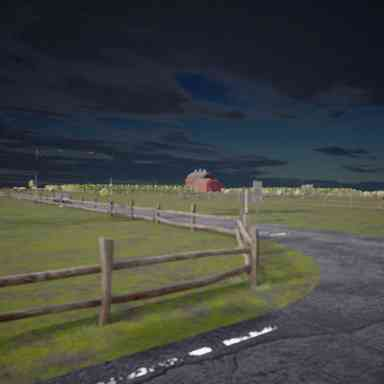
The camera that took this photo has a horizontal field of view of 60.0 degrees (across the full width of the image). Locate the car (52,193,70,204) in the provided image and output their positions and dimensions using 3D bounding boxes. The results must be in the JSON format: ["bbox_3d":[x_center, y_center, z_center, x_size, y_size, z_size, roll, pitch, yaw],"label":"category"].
[{"bbox_3d":[-19.391,0.911,49.461,2.128,1.511,4.902,1,0,-36],"label":"car"}]
